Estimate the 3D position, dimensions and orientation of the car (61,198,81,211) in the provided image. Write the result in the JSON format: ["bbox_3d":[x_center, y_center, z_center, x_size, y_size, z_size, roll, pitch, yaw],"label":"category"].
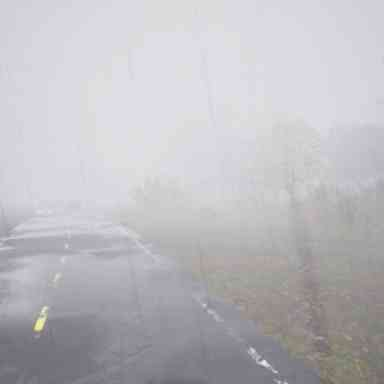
[{"bbox_3d":[-16.824,1.797,46.680,1.837,1.490,4.892,-1,0,-25],"label":"car"}]

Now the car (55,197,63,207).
[{"bbox_3d":[-24.719,1.779,61.979,2.097,1.767,4.553,-1,0,-29],"label":"car"}]

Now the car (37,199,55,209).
[{"bbox_3d":[-23.638,1.916,53.411,1.837,1.490,4.892,-1,0,-27],"label":"car"}]
